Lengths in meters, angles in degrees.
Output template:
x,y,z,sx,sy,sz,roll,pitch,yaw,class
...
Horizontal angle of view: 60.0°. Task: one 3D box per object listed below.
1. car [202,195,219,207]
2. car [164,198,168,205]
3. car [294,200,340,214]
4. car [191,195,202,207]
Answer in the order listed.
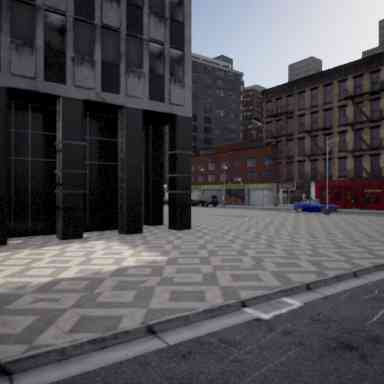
x,y,z,sx,sy,sz,roll,pitch,yaw,class
2.176,1.502,56.660,2.150,2.045,5.566,0,0,-36,car
-4.044,1.824,65.059,1.837,1.490,4.892,0,0,-36,car
13.425,1.606,35.982,1.882,1.535,5.008,0,0,-36,car
-1.239,1.505,56.103,2.150,2.045,5.566,0,-1,-36,car
